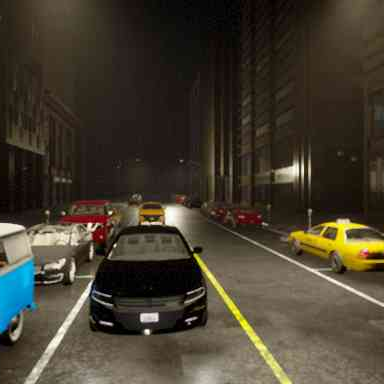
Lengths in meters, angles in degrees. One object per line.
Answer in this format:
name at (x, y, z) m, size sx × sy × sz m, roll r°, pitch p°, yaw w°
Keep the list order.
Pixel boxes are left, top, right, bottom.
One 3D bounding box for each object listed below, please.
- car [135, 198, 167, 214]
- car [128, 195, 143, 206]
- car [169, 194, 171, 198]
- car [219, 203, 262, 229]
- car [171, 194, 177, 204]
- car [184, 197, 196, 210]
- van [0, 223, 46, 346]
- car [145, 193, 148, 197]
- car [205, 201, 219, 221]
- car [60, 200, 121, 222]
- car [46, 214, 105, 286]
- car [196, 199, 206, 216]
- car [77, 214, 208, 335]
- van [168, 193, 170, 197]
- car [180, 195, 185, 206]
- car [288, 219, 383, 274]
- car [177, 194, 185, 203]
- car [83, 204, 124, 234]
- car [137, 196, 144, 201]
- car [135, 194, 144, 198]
car at (-2.917, 1.477, 24.163) m, size 1.882 × 1.535 × 5.008 m, roll 0°, pitch 0°, yaw -7°
car at (-9.391, 1.594, 53.826) m, size 1.802 × 1.307 × 4.206 m, roll 0°, pitch 0°, yaw -7°
car at (-3.706, 1.574, 77.197) m, size 2.008 × 1.369 × 4.403 m, roll 0°, pitch 0°, yaw -7°
car at (3.228, 1.580, 21.439) m, size 1.802 × 1.307 × 4.206 m, roll 0°, pitch 0°, yaw -7°
car at (-2.319, 1.332, 66.045) m, size 2.192 × 1.841 × 5.009 m, roll 0°, pitch 0°, yaw -7°
car at (0.454, 1.571, 43.742) m, size 1.947 × 1.339 × 4.313 m, roll 0°, pitch 0°, yaw -7°
van at (-3.150, 1.341, 3.647) m, size 1.690 × 1.788 × 3.998 m, roll 0°, pitch 0°, yaw -7°
car at (-14.244, 1.352, 92.854) m, size 2.192 × 1.841 × 5.009 m, roll 0°, pitch 0°, yaw -7°
car at (2.535, 1.580, 27.014) m, size 1.802 × 1.307 × 4.206 m, roll 0°, pitch 0°, yaw -7°
car at (-4.537, 1.315, 14.798) m, size 2.192 × 1.841 × 5.009 m, roll 0°, pitch 0°, yaw -7°
car at (-3.844, 1.551, 9.223) m, size 2.008 × 1.369 × 4.403 m, roll 0°, pitch 0°, yaw -7°
car at (1.820, 1.525, 32.759) m, size 1.752 × 1.417 × 4.829 m, roll 0°, pitch 0°, yaw -7°
car at (-0.897, 1.477, 7.116) m, size 1.882 × 1.535 × 5.008 m, roll 0°, pitch 0°, yaw -7°
van at (-4.400, 1.368, 82.773) m, size 1.690 × 1.788 × 3.998 m, roll 0°, pitch 0°, yaw -7°
car at (-0.239, 1.552, 49.318) m, size 1.887 × 1.381 × 4.507 m, roll 0°, pitch 0°, yaw -7°
car at (4.594, 1.524, 10.456) m, size 1.752 × 1.417 × 4.829 m, roll 0°, pitch 0°, yaw -7°
car at (-0.932, 1.451, 54.893) m, size 1.967 × 1.590 × 4.097 m, roll 0°, pitch 0°, yaw -7°
car at (-5.209, 1.525, 20.205) m, size 1.752 × 1.417 × 4.829 m, roll 0°, pitch 0°, yaw -7°
car at (-13.550, 1.614, 87.279) m, size 1.802 × 1.307 × 4.206 m, roll 0°, pitch 0°, yaw -7°
car at (-10.084, 1.581, 59.402) m, size 1.947 × 1.339 × 4.313 m, roll 0°, pitch 0°, yaw -7°
